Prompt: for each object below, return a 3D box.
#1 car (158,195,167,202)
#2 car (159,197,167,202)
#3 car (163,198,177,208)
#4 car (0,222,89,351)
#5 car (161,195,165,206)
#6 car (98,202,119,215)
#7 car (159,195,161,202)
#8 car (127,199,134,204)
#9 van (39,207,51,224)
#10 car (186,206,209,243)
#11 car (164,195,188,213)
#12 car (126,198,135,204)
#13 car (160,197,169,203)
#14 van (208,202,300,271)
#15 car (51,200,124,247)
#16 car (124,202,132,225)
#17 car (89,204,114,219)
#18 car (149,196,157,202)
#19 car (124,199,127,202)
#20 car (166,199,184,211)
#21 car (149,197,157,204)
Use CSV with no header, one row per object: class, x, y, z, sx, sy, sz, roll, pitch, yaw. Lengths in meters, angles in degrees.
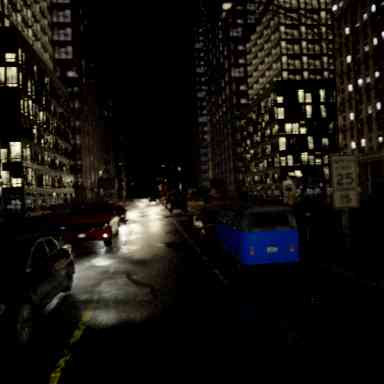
car,-8.302,1.707,92.808,2.192,1.841,5.009,-3,0,-7
car,-7.624,1.926,87.309,1.947,1.339,4.313,-3,0,-7
car,-3.621,1.737,54.316,1.947,1.339,4.313,-3,0,-7
car,-3.656,1.671,6.510,2.128,1.511,4.902,-3,0,-7
car,-2.966,1.455,48.817,2.192,1.841,5.009,-3,0,-7
car,-10.597,2.071,42.306,2.008,1.369,4.403,-3,0,-7
car,-4.300,1.518,59.815,2.192,1.841,5.009,-3,0,-7
car,-14.598,2.292,75.300,1.802,1.307,4.206,-3,0,-7
van,-7.938,1.732,20.311,1.690,1.788,3.998,-3,0,-7
car,1.070,1.490,15.829,1.887,1.381,4.507,-3,0,-7
car,-1.632,1.391,37.818,2.192,1.841,5.009,-3,0,-7
car,-15.932,2.355,86.298,1.802,1.307,4.206,-3,0,-7
car,-6.312,1.824,76.480,1.752,1.417,4.829,-3,0,-7
van,1.817,1.249,10.342,1.690,1.788,3.998,-3,0,-7
car,-4.878,1.461,16.457,2.150,2.045,5.566,-3,0,-7
car,-6.094,1.825,26.703,1.812,1.442,4.674,-3,0,-7
car,-9.929,2.054,36.808,1.947,1.339,4.313,-3,0,-7
car,-10.555,1.939,89.080,1.994,1.385,4.181,-3,0,-7
car,-11.929,2.165,53.305,1.802,1.307,4.206,-3,0,-7
car,-2.288,1.652,43.317,1.887,1.381,4.507,-3,0,-7
car,-9.346,1.967,79.145,1.812,1.442,4.674,-3,0,-7
